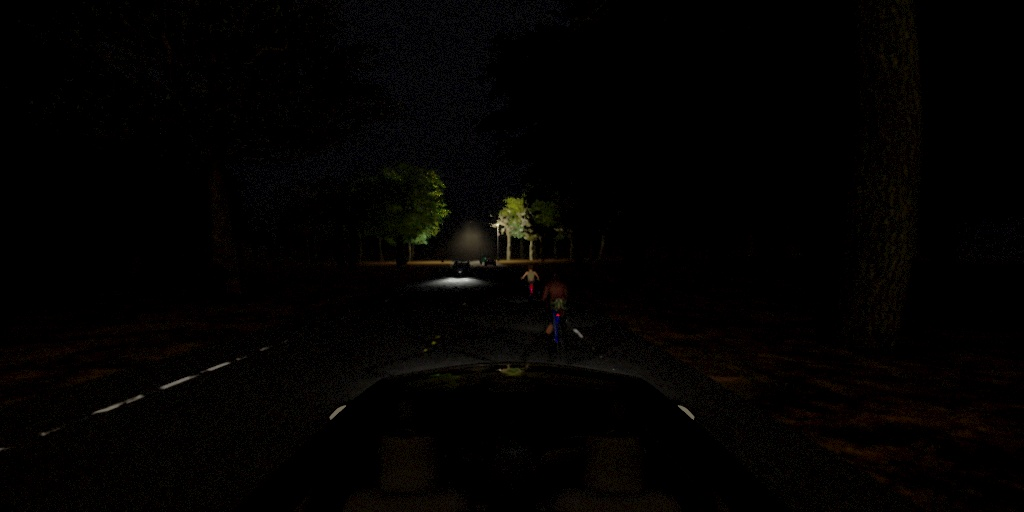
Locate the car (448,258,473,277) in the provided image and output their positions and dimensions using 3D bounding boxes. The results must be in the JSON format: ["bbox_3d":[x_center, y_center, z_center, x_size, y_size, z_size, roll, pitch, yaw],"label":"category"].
[{"bbox_3d":[-4.756,1.149,34.035,2.128,1.511,4.902,0,0,-4],"label":"car"}]

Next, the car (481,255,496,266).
[{"bbox_3d":[-3.871,1.002,63.215,2.128,1.511,4.902,0,0,-7],"label":"car"}]

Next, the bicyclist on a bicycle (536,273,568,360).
[{"bbox_3d":[0.902,1.189,7.372,0.582,1.620,1.656,0,0,-1],"label":"bicyclist on a bicycle"}]

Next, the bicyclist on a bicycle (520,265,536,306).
[{"bbox_3d":[0.751,1.153,14.568,0.866,1.612,1.509,0,-1,-1],"label":"bicyclist on a bicycle"}]
